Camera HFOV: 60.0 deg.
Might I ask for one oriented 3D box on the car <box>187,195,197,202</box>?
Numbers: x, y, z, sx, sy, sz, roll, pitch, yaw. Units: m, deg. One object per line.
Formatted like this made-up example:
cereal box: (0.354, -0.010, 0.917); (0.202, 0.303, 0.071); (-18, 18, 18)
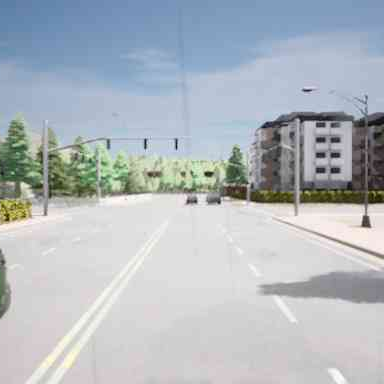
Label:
car: (0.004, 1.204, 62.169); (1.895, 1.301, 4.718); (0, 0, 0)

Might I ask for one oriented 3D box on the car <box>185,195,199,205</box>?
car: (0.003, 1.158, 52.092); (2.128, 1.511, 4.902); (0, 0, 0)

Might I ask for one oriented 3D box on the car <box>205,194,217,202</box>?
car: (3.504, 1.151, 62.096); (2.033, 1.411, 5.357); (0, 0, 0)

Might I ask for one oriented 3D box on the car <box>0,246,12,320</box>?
car: (-3.586, 1.202, 2.353); (2.150, 2.045, 5.566); (0, 1, 0)

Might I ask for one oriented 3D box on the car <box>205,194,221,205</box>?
car: (3.503, 1.174, 51.706); (1.837, 1.490, 4.892); (0, 0, 0)
